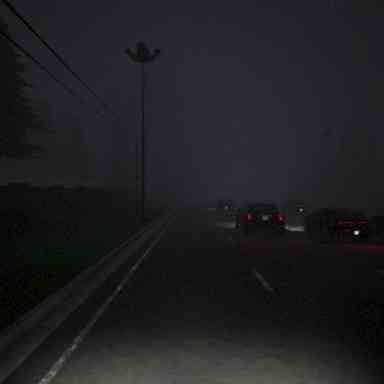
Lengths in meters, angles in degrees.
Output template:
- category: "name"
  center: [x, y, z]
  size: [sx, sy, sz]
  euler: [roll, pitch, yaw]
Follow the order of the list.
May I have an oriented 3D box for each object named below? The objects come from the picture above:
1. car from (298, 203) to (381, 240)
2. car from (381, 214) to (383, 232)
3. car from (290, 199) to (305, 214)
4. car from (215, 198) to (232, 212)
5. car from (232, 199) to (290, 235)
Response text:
- category: "car"
  center: [7.201, 1.511, 16.931]
  size: [1.837, 1.490, 4.892]
  euler: [0, 0, 0]
- category: "car"
  center: [10.697, 1.490, 16.288]
  size: [1.882, 1.535, 5.008]
  euler: [0, 0, 0]
- category: "car"
  center: [10.819, 1.512, 35.321]
  size: [1.837, 1.490, 4.892]
  euler: [0, 0, 0]
- category: "car"
  center: [3.846, 1.501, 39.530]
  size: [1.837, 1.490, 4.892]
  euler: [0, 0, 0]
- category: "car"
  center: [3.712, 1.353, 18.852]
  size: [2.097, 1.767, 4.553]
  euler: [0, 0, 0]
